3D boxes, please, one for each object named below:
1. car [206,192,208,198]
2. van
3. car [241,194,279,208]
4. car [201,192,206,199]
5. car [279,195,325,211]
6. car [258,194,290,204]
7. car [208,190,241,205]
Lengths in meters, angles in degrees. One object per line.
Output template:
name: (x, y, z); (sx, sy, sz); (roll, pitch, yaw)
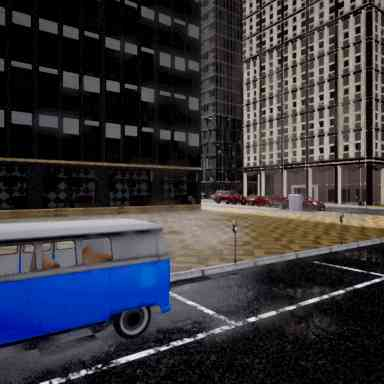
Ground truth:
car: (5.066, 0.712, 56.827); (1.752, 1.417, 4.829); (1, 0, -36)
van: (-2.243, 1.341, 4.960); (3.998, 1.788, 1.690); (0, 0, -35)
car: (8.125, 1.106, 38.159); (1.802, 1.307, 4.206); (1, 0, -36)
car: (1.917, 0.648, 61.222); (1.947, 1.339, 4.313); (1, 0, -36)
car: (11.374, 1.072, 33.627); (1.967, 1.590, 4.097); (1, 0, -36)
car: (11.657, 0.986, 47.620); (1.802, 1.307, 4.206); (1, 0, -36)
car: (4.887, 0.732, 42.690); (2.192, 1.841, 5.009); (1, 0, -36)
